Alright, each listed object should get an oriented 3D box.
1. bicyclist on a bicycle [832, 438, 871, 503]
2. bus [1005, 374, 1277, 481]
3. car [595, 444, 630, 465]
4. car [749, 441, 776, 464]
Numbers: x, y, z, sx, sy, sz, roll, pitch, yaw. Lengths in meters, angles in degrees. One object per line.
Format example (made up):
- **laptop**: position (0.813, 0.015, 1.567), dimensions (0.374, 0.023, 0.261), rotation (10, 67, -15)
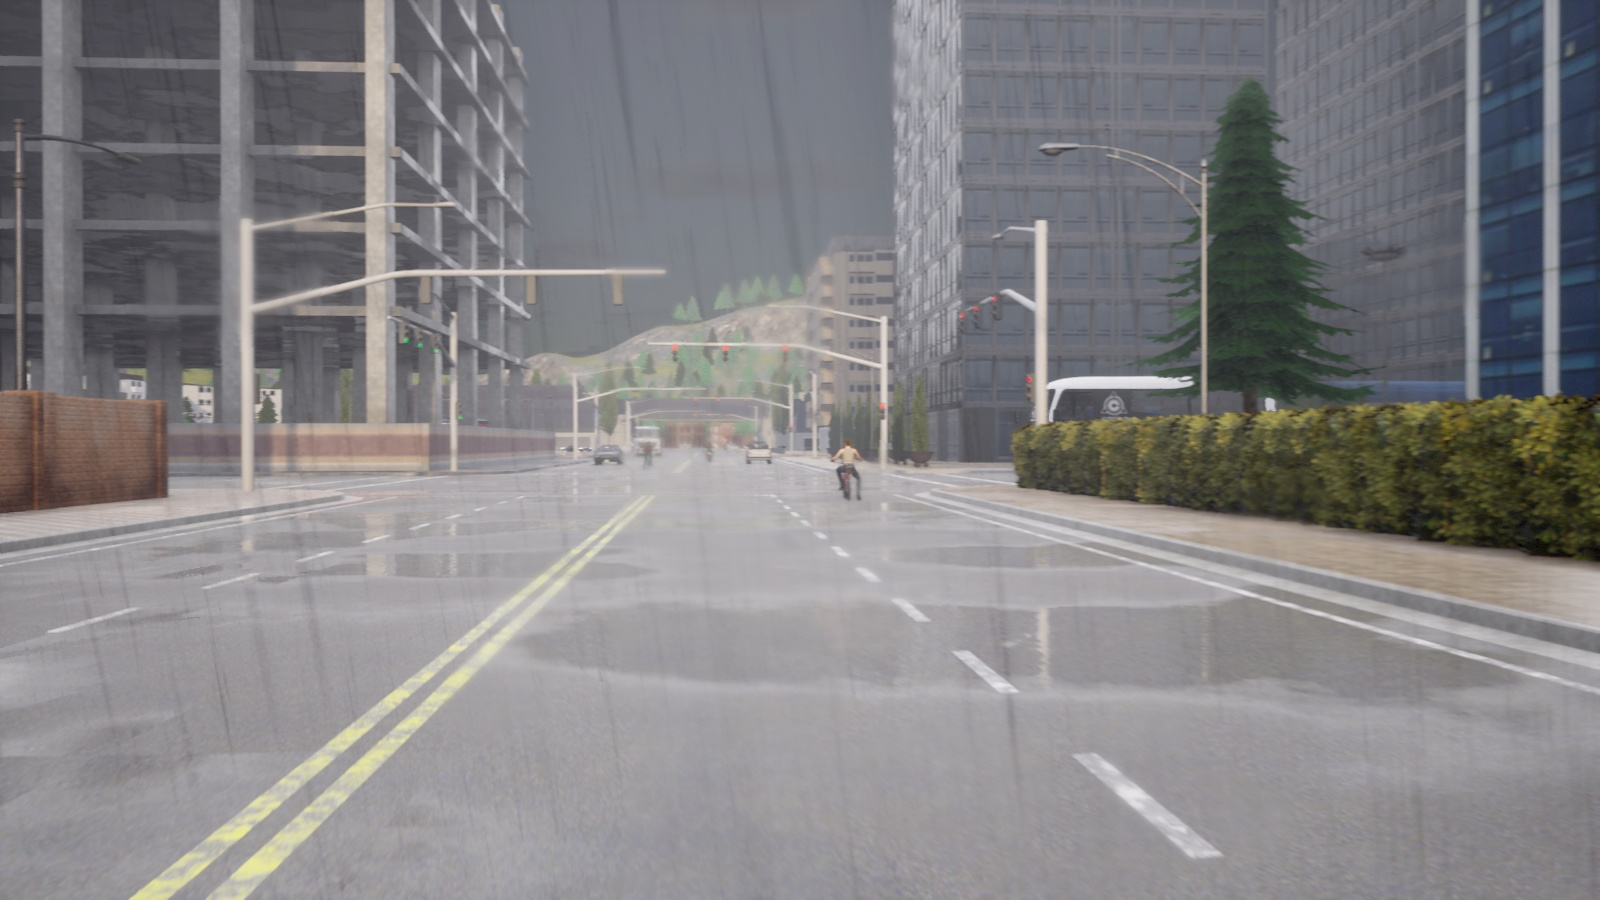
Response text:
- **bicyclist on a bicycle**: position (1.309, 0.504, 32.180), dimensions (0.866, 1.612, 1.509), rotation (0, 1, -4)
- **bus**: position (14.126, -0.927, 52.670), dimensions (10.273, 4.253, 3.944), rotation (0, 0, -4)
- **car**: position (-13.068, 0.312, 87.822), dimensions (2.033, 1.411, 5.357), rotation (0, 0, -4)
- **car**: position (-2.728, 0.144, 90.500), dimensions (1.851, 1.617, 3.988), rotation (0, 0, -4)
